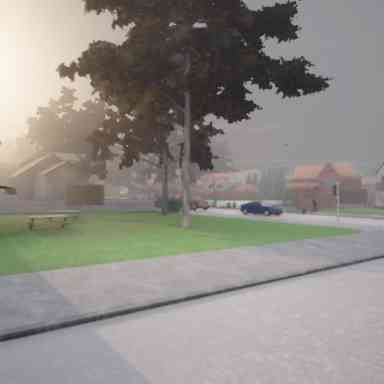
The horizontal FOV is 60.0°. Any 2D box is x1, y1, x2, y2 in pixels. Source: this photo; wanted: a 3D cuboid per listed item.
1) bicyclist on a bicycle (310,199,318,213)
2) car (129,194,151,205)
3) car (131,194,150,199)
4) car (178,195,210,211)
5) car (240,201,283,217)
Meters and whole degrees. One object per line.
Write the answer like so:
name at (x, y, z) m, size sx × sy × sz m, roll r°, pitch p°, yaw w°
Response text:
bicyclist on a bicycle at (14.548, 1.689, 39.646) m, size 1.656 × 1.620 × 0.582 m, roll 0°, pitch 0°, yaw -36°
car at (-10.556, 1.521, 67.504) m, size 2.150 × 2.045 × 5.566 m, roll 1°, pitch 0°, yaw -36°
car at (-9.212, 1.624, 58.585) m, size 2.097 × 1.767 × 4.553 m, roll 1°, pitch 0°, yaw -36°
car at (0.100, 1.481, 45.410) m, size 2.150 × 2.045 × 5.566 m, roll 1°, pitch -1°, yaw -35°
car at (7.325, 1.736, 35.308) m, size 1.882 × 1.535 × 5.008 m, roll 1°, pitch 0°, yaw -36°
